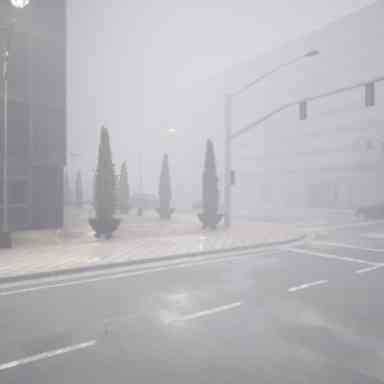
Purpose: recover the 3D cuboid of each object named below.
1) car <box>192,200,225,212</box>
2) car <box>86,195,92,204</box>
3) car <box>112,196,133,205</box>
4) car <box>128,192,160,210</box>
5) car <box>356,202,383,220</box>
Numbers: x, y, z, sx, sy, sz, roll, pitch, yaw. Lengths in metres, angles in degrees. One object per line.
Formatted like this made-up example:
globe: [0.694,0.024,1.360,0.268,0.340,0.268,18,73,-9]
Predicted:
car: [1.760,1.478,37.579,1.812,1.442,4.674,0,0,-35]
car: [-16.790,1.357,57.989,2.097,1.767,4.553,0,0,-35]
car: [-12.074,1.460,57.318,1.837,1.490,4.892,0,-1,-35]
car: [-5.851,1.172,42.303,2.150,2.045,5.566,0,0,-35]
car: [14.773,1.430,25.028,1.882,1.535,5.008,1,0,-22]
